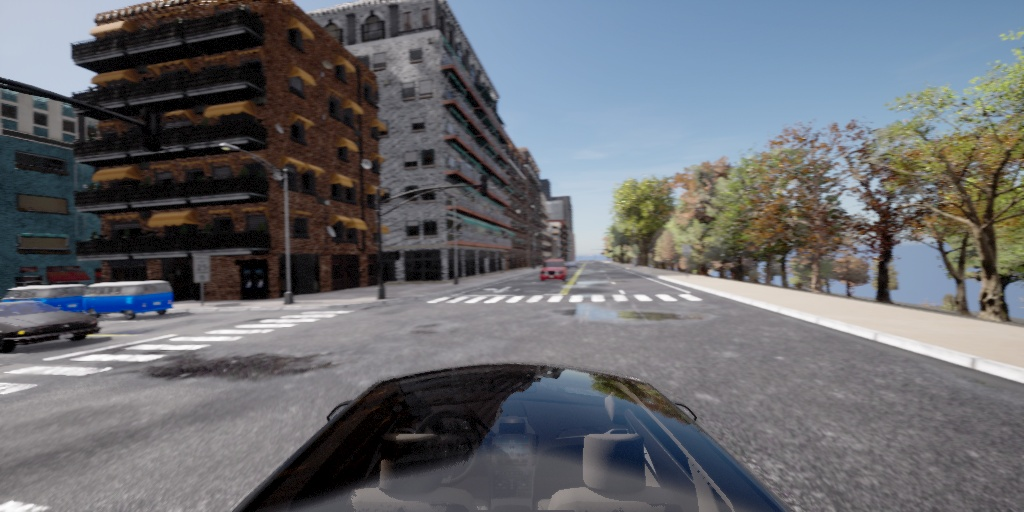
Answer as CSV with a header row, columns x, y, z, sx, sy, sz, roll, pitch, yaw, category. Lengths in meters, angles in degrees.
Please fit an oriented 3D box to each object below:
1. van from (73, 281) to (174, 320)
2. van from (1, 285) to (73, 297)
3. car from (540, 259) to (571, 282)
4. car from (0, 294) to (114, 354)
x,y,z,sx,sy,sz,roll,pitch,yaw,category
-19.170,2.183,17.940,3.998,1.789,1.690,0,0,11,van
-24.657,2.452,19.040,3.998,1.789,1.690,0,0,11,van
3.866,1.334,32.707,2.150,2.045,5.566,-2,1,12,car
-16.148,2.176,11.429,5.357,1.411,2.033,-3,-1,12,car
